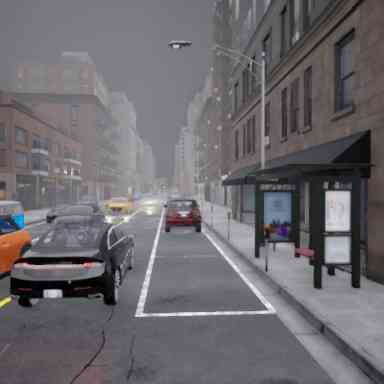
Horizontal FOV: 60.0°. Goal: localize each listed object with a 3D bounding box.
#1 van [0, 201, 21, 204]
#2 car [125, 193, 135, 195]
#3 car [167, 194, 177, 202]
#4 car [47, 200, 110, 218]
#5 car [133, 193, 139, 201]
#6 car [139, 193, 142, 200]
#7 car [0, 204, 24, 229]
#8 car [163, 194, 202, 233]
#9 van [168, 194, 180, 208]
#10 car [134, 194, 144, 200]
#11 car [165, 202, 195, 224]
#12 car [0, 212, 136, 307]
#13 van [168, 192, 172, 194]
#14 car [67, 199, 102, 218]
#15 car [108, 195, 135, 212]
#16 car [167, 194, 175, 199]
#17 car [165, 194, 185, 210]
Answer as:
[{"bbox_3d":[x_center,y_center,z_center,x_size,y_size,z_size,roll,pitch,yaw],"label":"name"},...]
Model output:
[{"bbox_3d":[-8.286,1.274,13.354,1.690,1.788,3.998,0,0,-4],"label":"van"},{"bbox_3d":[-11.355,1.335,56.495,1.947,1.339,4.313,0,0,-4],"label":"car"},{"bbox_3d":[-4.088,1.196,67.854,1.967,1.590,4.097,0,0,-4],"label":"car"},{"bbox_3d":[-6.083,1.429,18.417,1.837,1.490,4.892,0,0,-4],"label":"car"},{"bbox_3d":[-11.737,1.063,61.887,2.192,1.841,5.009,0,0,-4],"label":"car"},{"bbox_3d":[-12.505,1.289,72.673,1.802,1.307,4.206,0,0,-4],"label":"car"},{"bbox_3d":[-5.320,1.317,7.211,2.097,1.767,4.553,0,0,-3],"label":"car"},{"bbox_3d":[-0.579,1.256,19.325,2.192,1.841,5.009,0,0,-4],"label":"car"},{"bbox_3d":[-2.528,1.179,46.287,1.690,1.788,3.998,0,0,-4],"label":"van"},{"bbox_3d":[-13.272,1.217,83.458,2.008,1.369,4.403,0,0,-4],"label":"car"},{"bbox_3d":[-0.970,1.471,24.718,2.008,1.369,4.403,0,0,-4],"label":"car"},{"bbox_3d":[-2.478,1.465,7.932,2.128,1.511,4.902,0,0,-4],"label":"car"},{"bbox_3d":[-1.749,1.221,35.502,1.690,1.788,3.998,0,0,-4],"label":"van"},{"bbox_3d":[-9.437,1.416,29.532,1.887,1.381,4.507,0,0,-4],"label":"car"},{"bbox_3d":[-7.107,1.345,33.106,1.882,1.535,5.008,0,0,-4],"label":"car"},{"bbox_3d":[-5.648,1.225,89.423,2.008,1.369,4.403,0,0,-4],"label":"car"},{"bbox_3d":[-2.139,1.174,40.894,2.192,1.841,5.009,0,0,-4],"label":"car"}]
